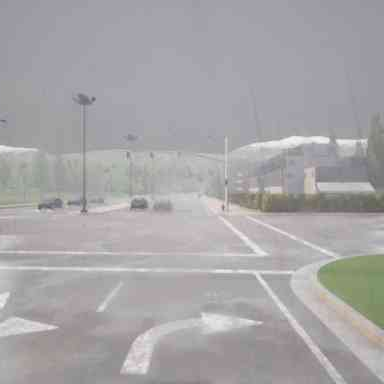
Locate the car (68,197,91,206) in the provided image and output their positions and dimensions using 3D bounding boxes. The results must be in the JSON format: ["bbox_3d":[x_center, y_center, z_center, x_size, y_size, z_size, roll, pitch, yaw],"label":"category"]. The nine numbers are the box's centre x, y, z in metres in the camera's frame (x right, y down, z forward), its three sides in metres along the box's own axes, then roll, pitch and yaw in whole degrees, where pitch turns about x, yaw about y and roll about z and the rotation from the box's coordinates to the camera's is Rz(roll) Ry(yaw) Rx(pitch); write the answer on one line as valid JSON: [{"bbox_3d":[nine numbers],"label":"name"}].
[{"bbox_3d":[-18.489,1.493,53.685,1.882,1.535,5.008,0,0,1],"label":"car"}]

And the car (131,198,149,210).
[{"bbox_3d":[-6.840,1.504,43.761,2.128,1.511,4.902,0,0,0],"label":"car"}]

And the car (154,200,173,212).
[{"bbox_3d":[-3.345,1.612,39.357,1.895,1.301,4.718,0,0,0],"label":"car"}]

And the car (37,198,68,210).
[{"bbox_3d":[-18.515,1.517,43.701,1.837,1.490,4.892,0,0,0],"label":"car"}]

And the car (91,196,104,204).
[{"bbox_3d":[-18.413,1.544,64.255,1.812,1.442,4.674,0,0,1],"label":"car"}]
